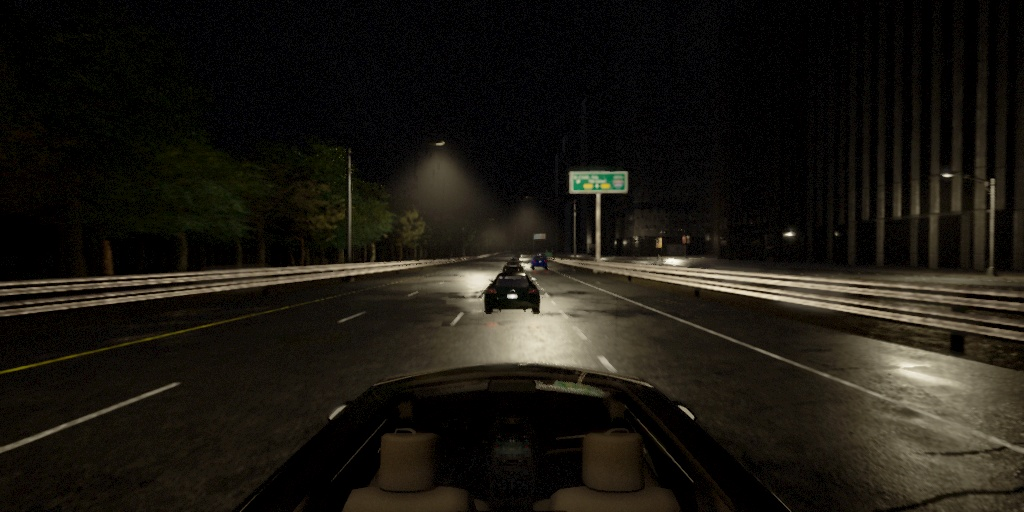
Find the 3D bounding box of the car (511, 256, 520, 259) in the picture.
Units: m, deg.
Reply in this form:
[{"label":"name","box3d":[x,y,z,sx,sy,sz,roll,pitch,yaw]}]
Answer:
[{"label":"car","box3d":[0.305,1.167,54.536,1.837,1.490,4.892,0,0,1]}]

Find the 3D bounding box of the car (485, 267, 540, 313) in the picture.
[{"label":"car","box3d":[0.018,1.317,13.991,1.994,1.385,4.181,0,0,0]}]

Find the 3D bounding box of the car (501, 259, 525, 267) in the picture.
[{"label":"car","box3d":[0.102,1.240,32.018,1.837,1.490,4.892,0,0,0]}]

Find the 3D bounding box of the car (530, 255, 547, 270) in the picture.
[{"label":"car","box3d":[3.872,0.898,51.724,2.150,2.045,5.566,0,1,1]}]
